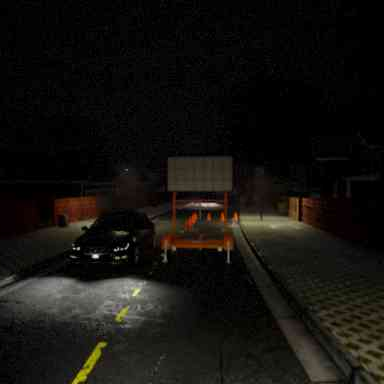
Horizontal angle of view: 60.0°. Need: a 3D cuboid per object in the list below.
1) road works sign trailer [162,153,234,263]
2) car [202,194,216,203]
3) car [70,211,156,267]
[{"bbox_3d":[0.294,0.421,11.849,2.380,3.560,2.880,0,0,6],"label":"road works sign trailer"},{"bbox_3d":[2.648,1.001,52.481,1.895,1.301,4.718,0,1,8],"label":"car"},{"bbox_3d":[-2.436,1.460,11.300,1.837,1.490,4.892,0,0,3],"label":"car"}]
